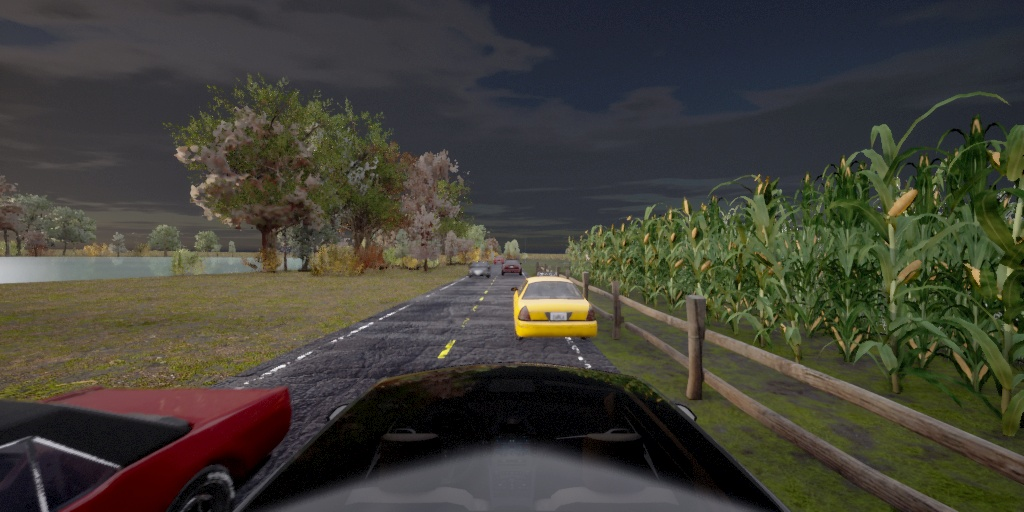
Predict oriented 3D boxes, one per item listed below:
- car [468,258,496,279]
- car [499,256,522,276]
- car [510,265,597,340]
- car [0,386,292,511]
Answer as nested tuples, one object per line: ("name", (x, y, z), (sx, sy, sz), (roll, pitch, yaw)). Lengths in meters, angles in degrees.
("car", (-2.842, 1.236, 32.341), (2.128, 1.511, 4.902), (0, 0, 0))
("car", (-0.031, 1.097, 37.931), (2.097, 1.767, 4.553), (0, 0, 0))
("car", (0.938, 1.204, 9.861), (1.801, 1.575, 5.366), (0, 0, 0))
("car", (-2.847, 1.351, 0.882), (1.895, 1.301, 4.718), (0, 0, 0))
